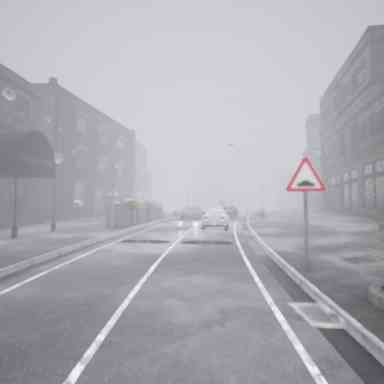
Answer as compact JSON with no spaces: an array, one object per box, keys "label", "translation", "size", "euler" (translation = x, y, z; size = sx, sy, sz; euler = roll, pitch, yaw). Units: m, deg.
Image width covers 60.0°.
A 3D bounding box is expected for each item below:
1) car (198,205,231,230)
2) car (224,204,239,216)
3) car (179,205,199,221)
[{"label":"car","translation":[1.725,1.890,24.014],"size":[1.812,1.442,4.674],"euler":[0,-1,7]},{"label":"car","translation":[4.770,2.229,41.849],"size":[2.163,1.488,4.792],"euler":[-1,-1,11]},{"label":"car","translation":[0.007,2.100,33.866],"size":[1.837,1.490,4.892],"euler":[0,-2,10]}]
